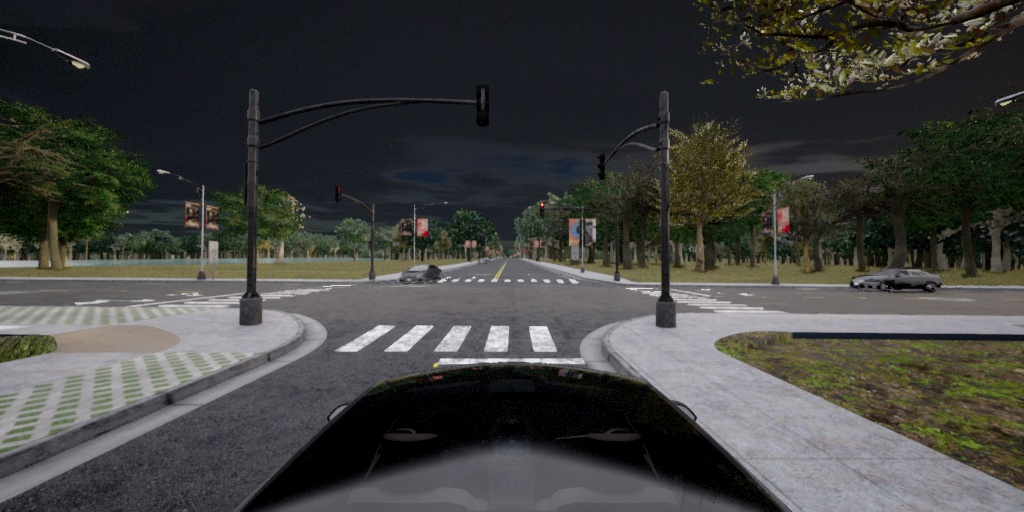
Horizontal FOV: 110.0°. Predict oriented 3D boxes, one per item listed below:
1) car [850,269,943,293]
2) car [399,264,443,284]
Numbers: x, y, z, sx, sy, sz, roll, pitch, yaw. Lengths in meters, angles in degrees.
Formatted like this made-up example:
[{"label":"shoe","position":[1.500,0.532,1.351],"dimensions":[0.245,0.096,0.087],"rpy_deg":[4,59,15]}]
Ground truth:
[{"label":"car","position":[25.275,1.607,23.707],"dimensions":[4.902,1.511,2.128],"rpy_deg":[1,-1,0]},{"label":"car","position":[-6.817,1.350,27.575],"dimensions":[1.812,1.442,4.674],"rpy_deg":[-1,1,11]}]
